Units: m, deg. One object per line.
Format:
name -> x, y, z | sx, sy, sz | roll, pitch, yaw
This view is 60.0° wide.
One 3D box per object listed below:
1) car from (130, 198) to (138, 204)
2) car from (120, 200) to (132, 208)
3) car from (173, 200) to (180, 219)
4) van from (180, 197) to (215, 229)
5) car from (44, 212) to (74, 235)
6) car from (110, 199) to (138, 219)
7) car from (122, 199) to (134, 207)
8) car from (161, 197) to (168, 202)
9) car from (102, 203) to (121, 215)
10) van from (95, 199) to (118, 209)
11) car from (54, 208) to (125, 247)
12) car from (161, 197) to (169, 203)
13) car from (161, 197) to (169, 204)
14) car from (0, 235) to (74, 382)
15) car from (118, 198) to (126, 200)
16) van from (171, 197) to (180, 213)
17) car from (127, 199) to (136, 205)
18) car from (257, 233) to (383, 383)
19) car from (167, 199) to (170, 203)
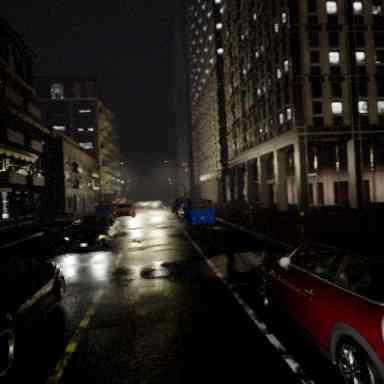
car -> -16.246, 2.522, 93.786 | 1.887, 1.381, 4.507 | -3, 0, -7
car -> -13.029, 2.322, 65.727 | 1.947, 1.339, 4.313 | -3, 0, -7
car -> -0.213, 1.586, 27.401 | 2.008, 1.369, 4.403 | -3, 0, -7
van -> 0.420, 1.337, 21.790 | 1.690, 1.788, 3.998 | -3, 0, -7
car -> -7.884, 1.980, 20.834 | 2.008, 1.369, 4.403 | -3, 0, -7
car -> -6.708, 1.859, 33.632 | 1.882, 1.535, 5.008 | -3, 0, -6
car -> -13.673, 2.350, 71.339 | 2.008, 1.369, 4.403 | -3, 0, -7
car -> -7.931, 2.125, 94.742 | 1.802, 1.307, 4.206 | -3, 0, -7
car -> -10.455, 2.171, 43.280 | 1.802, 1.307, 4.206 | -3, 0, -7
van -> -9.825, 1.890, 37.669 | 1.690, 1.788, 3.998 | -3, 0, -7
car -> -4.765, 1.809, 16.331 | 2.033, 1.411, 5.357 | -3, 0, -6
car -> -7.287, 2.064, 89.130 | 1.947, 1.339, 4.313 | -3, 0, -7
car -> -6.001, 1.991, 77.906 | 1.802, 1.307, 4.206 | -3, 0, -7
car -> -3.504, 1.750, 5.354 | 1.994, 1.385, 4.181 | -3, 0, -6
car -> -11.756, 1.987, 54.504 | 2.192, 1.841, 5.009 | -3, 0, -7
van -> -0.866, 1.416, 33.013 | 1.690, 1.788, 3.998 | -3, 0, -7
car -> -14.942, 2.411, 82.393 | 1.752, 1.417, 4.829 | -3, 0, -7
car -> 2.356, 1.320, 4.955 | 1.967, 1.590, 4.097 | -3, 0, -7
car -> -1.499, 1.681, 38.625 | 1.947, 1.339, 4.313 | -3, 0, -7
